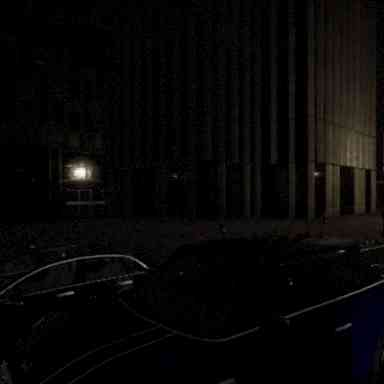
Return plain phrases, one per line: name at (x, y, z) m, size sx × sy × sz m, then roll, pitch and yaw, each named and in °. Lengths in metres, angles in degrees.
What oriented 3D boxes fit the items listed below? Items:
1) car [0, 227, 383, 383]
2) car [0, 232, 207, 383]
car at (0.429, 1.353, 3.674) m, size 4.553 × 1.767 × 2.097 m, roll 0°, pitch 0°, yaw -35°
car at (-2.121, 1.552, 5.138) m, size 4.403 × 1.369 × 2.008 m, roll 0°, pitch 0°, yaw -36°
